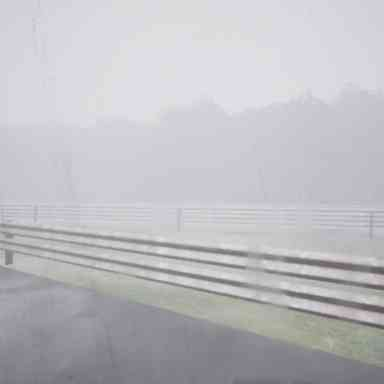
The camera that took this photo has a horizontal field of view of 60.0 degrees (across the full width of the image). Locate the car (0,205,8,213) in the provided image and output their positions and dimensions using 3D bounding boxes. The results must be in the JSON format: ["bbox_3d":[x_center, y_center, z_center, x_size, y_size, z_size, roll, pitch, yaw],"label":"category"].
[{"bbox_3d":[-19.095,1.642,30.536,4.674,1.442,1.812,0,0,21],"label":"car"}]
